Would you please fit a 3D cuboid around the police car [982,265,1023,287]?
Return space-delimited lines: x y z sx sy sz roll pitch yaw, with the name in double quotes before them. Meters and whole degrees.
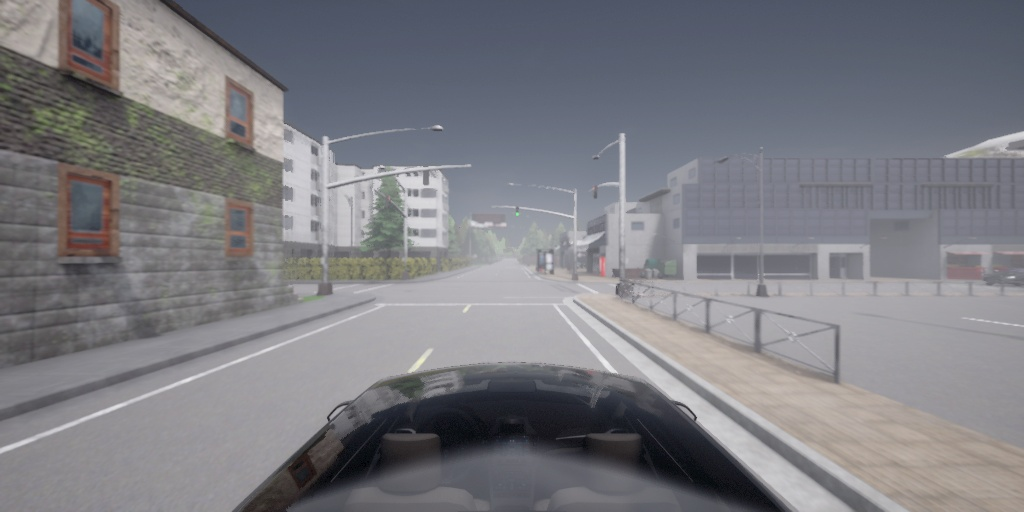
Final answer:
"police car" 37.899 1.497 26.485 4.974 1.542 2.038 0 0 0
